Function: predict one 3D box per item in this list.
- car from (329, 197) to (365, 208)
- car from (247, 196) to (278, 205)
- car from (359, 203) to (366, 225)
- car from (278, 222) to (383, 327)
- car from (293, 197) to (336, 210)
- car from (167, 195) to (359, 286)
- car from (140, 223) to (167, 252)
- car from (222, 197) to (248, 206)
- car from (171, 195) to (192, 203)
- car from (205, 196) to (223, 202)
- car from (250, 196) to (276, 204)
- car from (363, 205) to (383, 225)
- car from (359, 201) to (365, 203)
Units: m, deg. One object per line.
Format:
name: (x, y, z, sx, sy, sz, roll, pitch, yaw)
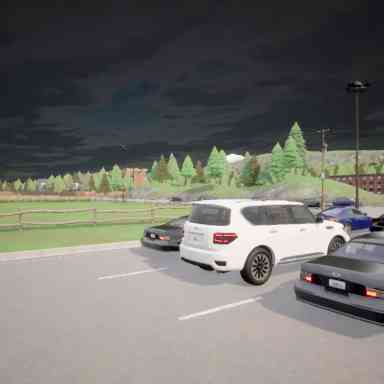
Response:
car: (23.535, 1.526, 50.611, 1.812, 1.442, 4.674, 0, 0, -37)
car: (12.572, 1.547, 59.606, 2.033, 1.411, 5.357, 0, 0, -36)
car: (8.475, 1.526, 18.460, 4.674, 1.442, 1.812, 0, 0, -36)
car: (4.392, 1.547, 6.898, 5.357, 1.411, 2.033, 0, 0, -36)
car: (15.881, 1.491, 43.263, 2.128, 1.511, 4.902, 0, 0, -37)
car: (2.275, 1.221, 9.689, 5.566, 2.045, 2.150, 0, 0, -35)
car: (0.694, 1.547, 12.860, 5.357, 1.411, 2.033, 0, 0, -36)
car: (7.082, 1.563, 55.242, 1.994, 1.385, 4.181, 0, 0, -36)
car: (-2.231, 1.479, 68.069, 1.882, 1.535, 5.008, 0, 0, -36)
car: (4.962, 1.531, 76.034, 1.994, 1.385, 4.181, 0, 0, -36)
car: (13.682, 1.506, 64.069, 1.837, 1.490, 4.892, 0, 0, -36)
car: (10.340, 1.478, 15.498, 5.008, 1.535, 1.882, 0, 0, -35)
car: (22.023, 1.526, 46.830, 1.812, 1.442, 4.674, 0, 0, -37)
